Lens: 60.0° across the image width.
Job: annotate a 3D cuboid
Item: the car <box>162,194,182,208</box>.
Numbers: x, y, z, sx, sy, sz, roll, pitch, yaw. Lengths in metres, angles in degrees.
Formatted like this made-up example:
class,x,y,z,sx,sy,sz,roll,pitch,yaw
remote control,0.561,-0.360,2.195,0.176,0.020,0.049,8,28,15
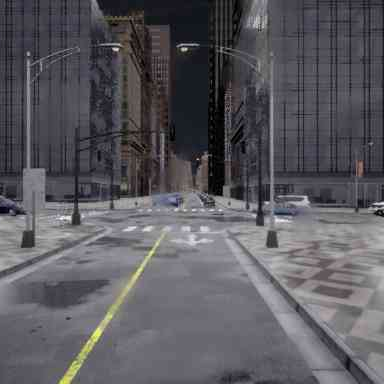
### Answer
class,x,y,z,sx,sy,sz,roll,pitch,yaw
car,-2.911,1.433,48.500,1.882,1.535,5.008,0,0,0

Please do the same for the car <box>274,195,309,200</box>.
class,x,y,z,sx,sy,sz,roll,pitch,yaw
car,9.737,1.374,35.341,5.566,2.045,2.150,1,0,4

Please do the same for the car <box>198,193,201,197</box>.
class,x,y,z,sx,sy,sz,roll,pitch,yaw
car,3.093,1.418,84.189,1.887,1.381,4.507,0,0,0

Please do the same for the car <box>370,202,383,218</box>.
class,x,y,z,sx,sy,sz,roll,pitch,yaw
car,19.992,1.844,31.900,4.181,1.385,1.994,1,0,1

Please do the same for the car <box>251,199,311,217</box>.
class,x,y,z,sx,sy,sz,roll,pitch,yaw
car,8.444,1.671,31.969,5.357,1.411,2.033,1,0,0

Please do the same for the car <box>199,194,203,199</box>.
class,x,y,z,sx,sy,sz,roll,pitch,yaw
car,3.015,1.487,72.891,1.802,1.307,4.206,0,0,0

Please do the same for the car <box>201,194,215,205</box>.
class,x,y,z,sx,sy,sz,roll,pitch,yaw
car,2.901,1.508,55.944,1.947,1.339,4.313,0,0,0

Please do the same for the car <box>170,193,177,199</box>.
class,x,y,z,sx,sy,sz,roll,pitch,yaw
car,-5.355,1.179,95.436,1.690,1.788,3.998,0,0,0

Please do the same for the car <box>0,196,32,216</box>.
class,x,y,z,sx,sy,sz,roll,pitch,yaw
car,-16.317,1.135,28.669,4.553,1.767,2.097,1,0,0

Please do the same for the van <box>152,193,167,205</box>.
class,x,y,z,sx,sy,sz,roll,pitch,yaw
van,-5.624,1.284,56.001,1.690,1.788,3.998,0,0,0

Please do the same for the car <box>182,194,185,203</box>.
class,x,y,z,sx,sy,sz,roll,pitch,yaw
car,-2.829,1.502,58.459,1.994,1.385,4.181,0,0,1

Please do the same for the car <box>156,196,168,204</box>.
class,x,y,z,sx,sy,sz,roll,pitch,yaw
car,-5.586,1.513,61.650,1.802,1.307,4.206,0,0,0

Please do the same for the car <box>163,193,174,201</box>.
class,x,y,z,sx,sy,sz,roll,pitch,yaw
car,-5.469,1.205,78.595,2.192,1.841,5.009,0,0,0
